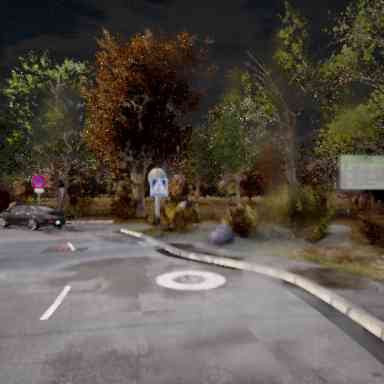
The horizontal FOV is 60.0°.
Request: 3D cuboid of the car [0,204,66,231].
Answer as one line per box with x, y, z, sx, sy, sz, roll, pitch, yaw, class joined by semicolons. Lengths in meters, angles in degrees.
-10.025;1.532;20.660;4.892;1.490;1.837;0;-2;27;car
